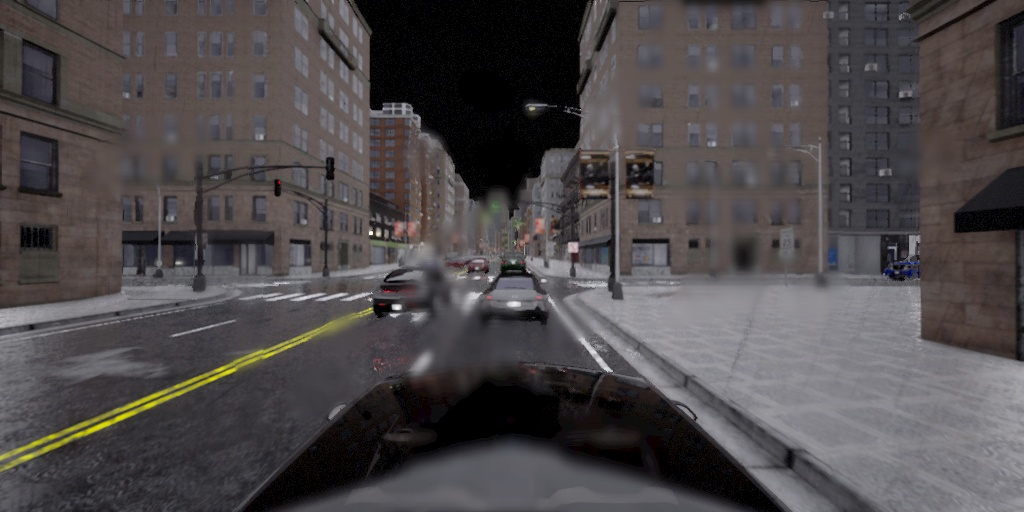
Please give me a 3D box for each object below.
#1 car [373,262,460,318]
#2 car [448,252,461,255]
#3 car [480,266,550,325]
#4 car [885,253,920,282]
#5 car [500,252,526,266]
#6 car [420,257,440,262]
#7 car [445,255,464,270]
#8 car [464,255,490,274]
[{"bbox_3d":[-3.155,1.136,12.322,1.837,1.490,4.892,0,1,0],"label":"car"},{"bbox_3d":[-9.764,0.321,60.733,2.150,2.045,5.566,0,0,1],"label":"car"},{"bbox_3d":[0.160,1.206,11.377,1.994,1.385,4.181,0,1,3],"label":"car"},{"bbox_3d":[28.420,0.736,23.899,5.566,2.045,2.150,0,0,0],"label":"car"},{"bbox_3d":[0.108,0.619,32.642,2.150,2.045,5.566,0,1,0],"label":"car"},{"bbox_3d":[-9.818,0.812,42.819,1.812,1.442,4.674,0,1,0],"label":"car"},{"bbox_3d":[-6.576,0.895,42.121,1.895,1.301,4.718,0,1,0],"label":"car"},{"bbox_3d":[-3.139,0.906,34.471,1.812,1.442,4.674,0,1,0],"label":"car"}]
